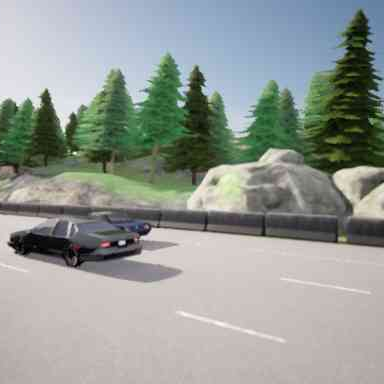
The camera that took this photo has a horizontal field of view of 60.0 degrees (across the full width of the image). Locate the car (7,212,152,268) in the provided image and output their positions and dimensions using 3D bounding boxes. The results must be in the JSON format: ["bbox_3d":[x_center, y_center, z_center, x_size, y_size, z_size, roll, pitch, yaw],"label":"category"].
[{"bbox_3d":[-4.092,1.534,11.235,5.357,1.411,2.033,0,0,36],"label":"car"}]

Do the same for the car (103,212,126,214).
[{"bbox_3d":[-4.233,1.588,15.647,4.718,1.301,1.895,0,0,36],"label":"car"}]
